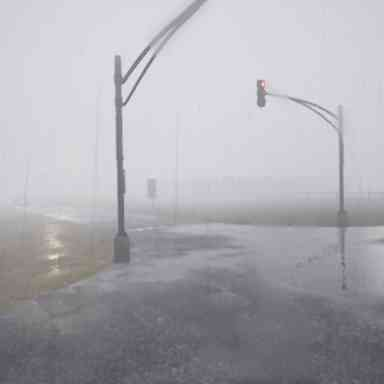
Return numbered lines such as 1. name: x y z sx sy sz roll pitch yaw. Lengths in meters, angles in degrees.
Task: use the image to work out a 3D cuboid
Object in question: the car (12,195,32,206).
1. car: -26.109 1.210 51.029 2.097 1.767 4.553 -2 1 -36
